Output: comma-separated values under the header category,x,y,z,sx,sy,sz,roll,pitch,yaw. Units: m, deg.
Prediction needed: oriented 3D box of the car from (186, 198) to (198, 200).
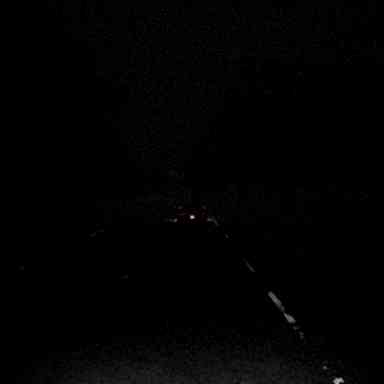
category,x,y,z,sx,sy,sz,roll,pitch,yaw
car,-0.070,1.449,42.539,1.994,1.385,4.181,-1,0,0

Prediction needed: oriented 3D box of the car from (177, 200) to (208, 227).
category,x,y,z,sx,sy,sz,roll,pitch,yaw
car,0.012,1.510,22.560,1.994,1.385,4.181,-1,0,0
